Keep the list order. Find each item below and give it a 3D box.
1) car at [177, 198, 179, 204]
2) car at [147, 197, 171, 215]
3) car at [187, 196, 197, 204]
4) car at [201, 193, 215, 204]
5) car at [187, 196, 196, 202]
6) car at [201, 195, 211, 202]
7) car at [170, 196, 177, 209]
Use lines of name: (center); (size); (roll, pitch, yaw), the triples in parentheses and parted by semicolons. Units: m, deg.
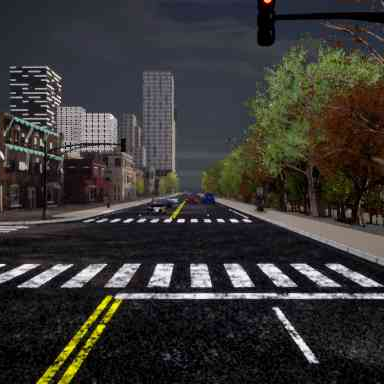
car: (-3.447, 1.504, 59.240); (1.812, 1.442, 4.674); (0, 0, 0)
car: (-3.474, 1.481, 34.041); (2.128, 1.511, 4.902); (0, 0, -3)
car: (-0.025, 1.540, 64.189); (1.994, 1.385, 4.181); (0, 0, -1)
car: (3.217, 1.197, 63.808); (2.150, 2.045, 5.566); (0, 0, 0)
car: (-0.152, 1.523, 74.141); (1.994, 1.385, 4.181); (0, 0, 0)
car: (3.092, 1.448, 74.383); (1.882, 1.535, 5.008); (0, 0, 0)
car: (-3.443, 1.586, 44.754); (1.895, 1.301, 4.718); (0, 0, 0)
